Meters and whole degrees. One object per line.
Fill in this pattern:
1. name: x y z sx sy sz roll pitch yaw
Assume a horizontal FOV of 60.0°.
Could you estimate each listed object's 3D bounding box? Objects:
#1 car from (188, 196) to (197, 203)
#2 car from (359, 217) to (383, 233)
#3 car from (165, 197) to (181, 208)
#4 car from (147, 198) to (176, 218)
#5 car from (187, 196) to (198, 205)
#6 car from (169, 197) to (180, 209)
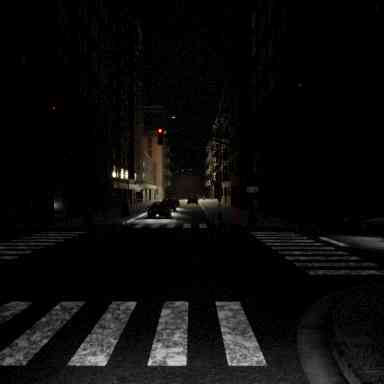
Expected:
1. car: 0.112 1.490 69.958 1.812 1.442 4.674 0 0 0
2. car: 11.637 1.554 17.861 4.829 1.417 1.752 0 0 0
3. car: -2.835 1.474 50.189 2.128 1.511 4.902 0 0 0
4. car: -2.840 1.541 30.166 2.033 1.411 5.357 0 0 0
5. car: 0.108 1.452 59.815 1.882 1.535 5.008 0 0 0
6. car: -2.835 1.481 39.988 2.128 1.511 4.902 0 0 0
